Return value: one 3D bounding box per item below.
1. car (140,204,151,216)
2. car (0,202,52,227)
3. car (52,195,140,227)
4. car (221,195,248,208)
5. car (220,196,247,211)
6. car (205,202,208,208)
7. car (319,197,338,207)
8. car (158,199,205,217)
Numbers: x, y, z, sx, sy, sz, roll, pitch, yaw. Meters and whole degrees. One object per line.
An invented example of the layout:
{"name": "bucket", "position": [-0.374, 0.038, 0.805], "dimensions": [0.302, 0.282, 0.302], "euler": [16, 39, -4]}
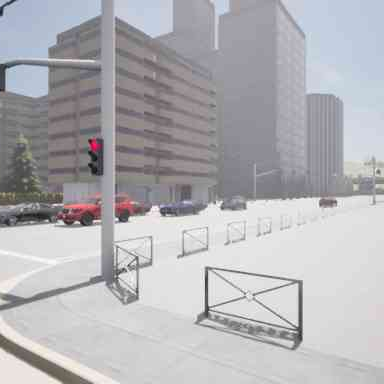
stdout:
{"name": "car", "position": [-6.022, 1.593, 30.602], "dimensions": [1.895, 1.301, 4.718], "euler": [0, 0, 35]}
{"name": "car", "position": [-11.281, 1.484, 22.969], "dimensions": [2.128, 1.511, 4.902], "euler": [0, 0, 35]}
{"name": "car", "position": [-6.618, 1.215, 23.569], "dimensions": [2.150, 2.045, 5.566], "euler": [0, 0, 35]}
{"name": "car", "position": [6.193, 1.344, 48.237], "dimensions": [2.097, 1.767, 4.553], "euler": [0, 0, 35]}
{"name": "car", "position": [5.162, 1.520, 40.636], "dimensions": [1.812, 1.442, 4.674], "euler": [0, 0, 35]}
{"name": "car", "position": [-0.147, 1.540, 39.119], "dimensions": [2.033, 1.411, 5.357], "euler": [0, 0, 35]}
{"name": "car", "position": [20.803, 1.474, 50.701], "dimensions": [1.882, 1.535, 5.008], "euler": [0, 0, 35]}
{"name": "car", "position": [-1.075, 1.594, 31.614], "dimensions": [1.895, 1.301, 4.718], "euler": [0, 0, 35]}
